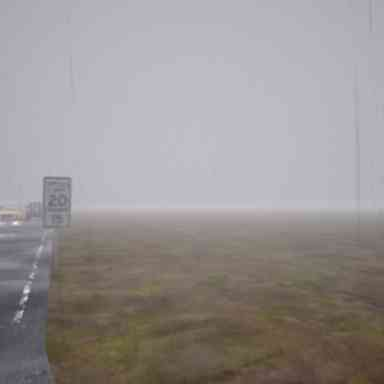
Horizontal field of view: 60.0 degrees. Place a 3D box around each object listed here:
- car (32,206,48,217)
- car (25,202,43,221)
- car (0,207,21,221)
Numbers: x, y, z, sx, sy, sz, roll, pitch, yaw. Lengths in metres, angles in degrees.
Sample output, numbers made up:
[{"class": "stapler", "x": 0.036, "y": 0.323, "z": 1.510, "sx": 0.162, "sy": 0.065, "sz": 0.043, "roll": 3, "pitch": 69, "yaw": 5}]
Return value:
[{"class": "car", "x": -21.527, "y": 2.722, "z": 47.310, "sx": 1.812, "sy": 1.442, "sz": 4.674, "roll": 1, "pitch": -2, "yaw": -22}, {"class": "car", "x": -17.509, "y": 2.163, "z": 37.597, "sx": 2.150, "sy": 2.045, "sz": 5.566, "roll": 1, "pitch": -2, "yaw": -22}, {"class": "car", "x": -20.647, "y": 2.415, "z": 37.781, "sx": 1.882, "sy": 1.535, "sz": 5.008, "roll": 1, "pitch": -2, "yaw": -22}]
